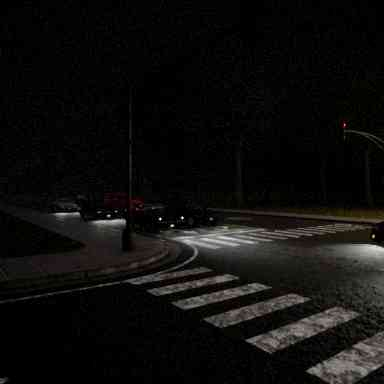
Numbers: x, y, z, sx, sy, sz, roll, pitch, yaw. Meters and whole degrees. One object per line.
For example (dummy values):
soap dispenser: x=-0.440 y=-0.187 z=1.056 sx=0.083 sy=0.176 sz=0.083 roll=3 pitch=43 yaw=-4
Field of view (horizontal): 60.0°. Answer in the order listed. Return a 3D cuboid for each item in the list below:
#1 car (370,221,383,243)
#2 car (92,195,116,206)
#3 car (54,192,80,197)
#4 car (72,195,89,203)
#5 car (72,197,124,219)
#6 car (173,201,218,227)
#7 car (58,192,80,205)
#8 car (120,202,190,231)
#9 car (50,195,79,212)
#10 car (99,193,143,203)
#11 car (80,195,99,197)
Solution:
car: x=9.635 y=1.536 z=14.506 sx=4.181 sy=1.385 sz=1.994 roll=0 pitch=0 yaw=-35
car: x=-14.326 y=1.315 z=53.675 sx=2.128 sy=1.511 sz=4.902 roll=0 pitch=0 yaw=-36
car: x=-18.606 y=1.062 z=48.277 sx=2.150 sy=2.045 sz=5.566 roll=0 pitch=0 yaw=-35
car: x=-21.132 y=1.331 z=63.039 sx=1.812 sy=1.442 sz=4.674 roll=0 pitch=0 yaw=-36
car: x=-8.031 y=1.454 z=28.044 sx=2.033 sy=1.411 sz=5.357 roll=0 pitch=0 yaw=-36
car: x=-0.220 y=1.410 z=22.804 sx=1.882 sy=1.535 sz=5.008 roll=0 pitch=0 yaw=-35
car: x=-21.414 y=1.039 z=57.734 sx=2.150 sy=2.045 sz=5.566 roll=0 pitch=0 yaw=-36
car: x=-2.372 y=1.542 z=20.230 sx=1.895 sy=1.301 sz=4.718 roll=0 pitch=0 yaw=-36
car: x=-14.065 y=1.401 z=36.375 sx=1.812 sy=1.442 sz=4.674 roll=0 pitch=0 yaw=-36
car: x=-6.454 y=1.117 z=31.401 sx=2.150 sy=2.045 sz=5.566 roll=0 pitch=0 yaw=-36
car: x=-15.604 y=1.187 z=49.812 sx=2.097 sy=1.767 sz=4.553 roll=0 pitch=0 yaw=-35
